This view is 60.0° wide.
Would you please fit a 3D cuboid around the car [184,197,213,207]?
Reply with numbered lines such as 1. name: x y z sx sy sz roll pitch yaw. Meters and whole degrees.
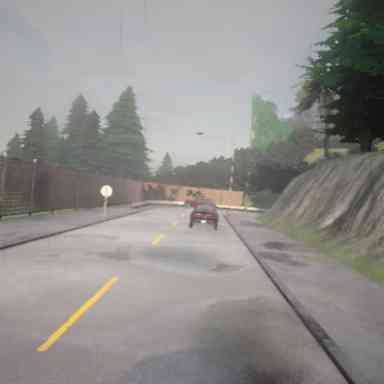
1. car: 1.113 1.529 48.597 4.553 1.767 2.097 7 0 33

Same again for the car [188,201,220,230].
1. car: 0.863 1.636 23.069 1.837 1.490 4.892 5 -1 2
